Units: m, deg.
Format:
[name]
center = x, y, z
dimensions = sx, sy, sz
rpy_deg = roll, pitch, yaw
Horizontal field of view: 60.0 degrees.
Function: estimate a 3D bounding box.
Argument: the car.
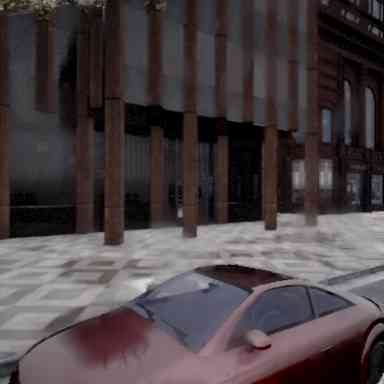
[car]
center = 0.359, 1.569, 3.594
dimensions = 4.181, 1.385, 1.994
rpy_deg = 0, 0, -35
